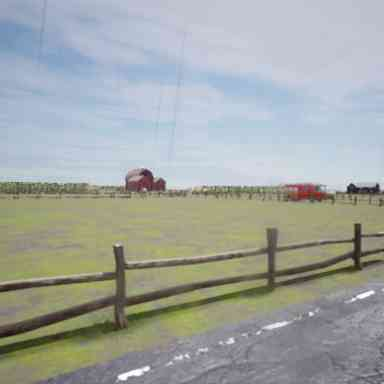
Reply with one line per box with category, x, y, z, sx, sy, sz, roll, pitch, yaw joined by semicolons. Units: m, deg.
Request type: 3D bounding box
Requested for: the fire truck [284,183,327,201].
fire truck;22.958;0.030;67.596;2.891;3.827;8.468;1;0;-36
